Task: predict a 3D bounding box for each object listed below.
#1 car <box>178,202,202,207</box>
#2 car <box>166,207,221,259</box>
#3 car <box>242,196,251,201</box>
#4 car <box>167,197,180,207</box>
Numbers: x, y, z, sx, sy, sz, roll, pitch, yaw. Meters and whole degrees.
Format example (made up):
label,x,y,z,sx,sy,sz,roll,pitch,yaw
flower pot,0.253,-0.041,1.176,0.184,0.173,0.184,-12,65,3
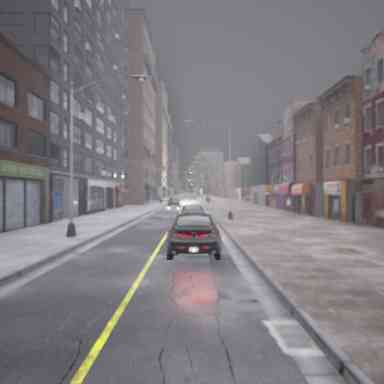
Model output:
label,x,y,z,sx,sy,sz,roll,pitch,yaw
car,0.067,1.636,26.452,1.895,1.301,4.718,0,0,0
car,0.070,1.534,12.699,1.837,1.490,4.892,0,0,0
car,13.902,1.547,76.350,4.829,1.417,1.752,0,-1,0
car,-2.808,1.514,51.703,1.837,1.490,4.892,0,0,0
